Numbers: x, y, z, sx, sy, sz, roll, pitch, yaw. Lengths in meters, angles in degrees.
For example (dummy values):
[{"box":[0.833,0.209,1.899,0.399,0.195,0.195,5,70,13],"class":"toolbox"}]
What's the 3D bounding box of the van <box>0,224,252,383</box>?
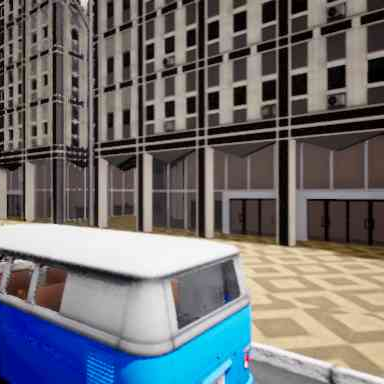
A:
[{"box":[-1.306,1.336,3.810,3.998,1.788,1.690,0,0,36],"class":"van"}]
